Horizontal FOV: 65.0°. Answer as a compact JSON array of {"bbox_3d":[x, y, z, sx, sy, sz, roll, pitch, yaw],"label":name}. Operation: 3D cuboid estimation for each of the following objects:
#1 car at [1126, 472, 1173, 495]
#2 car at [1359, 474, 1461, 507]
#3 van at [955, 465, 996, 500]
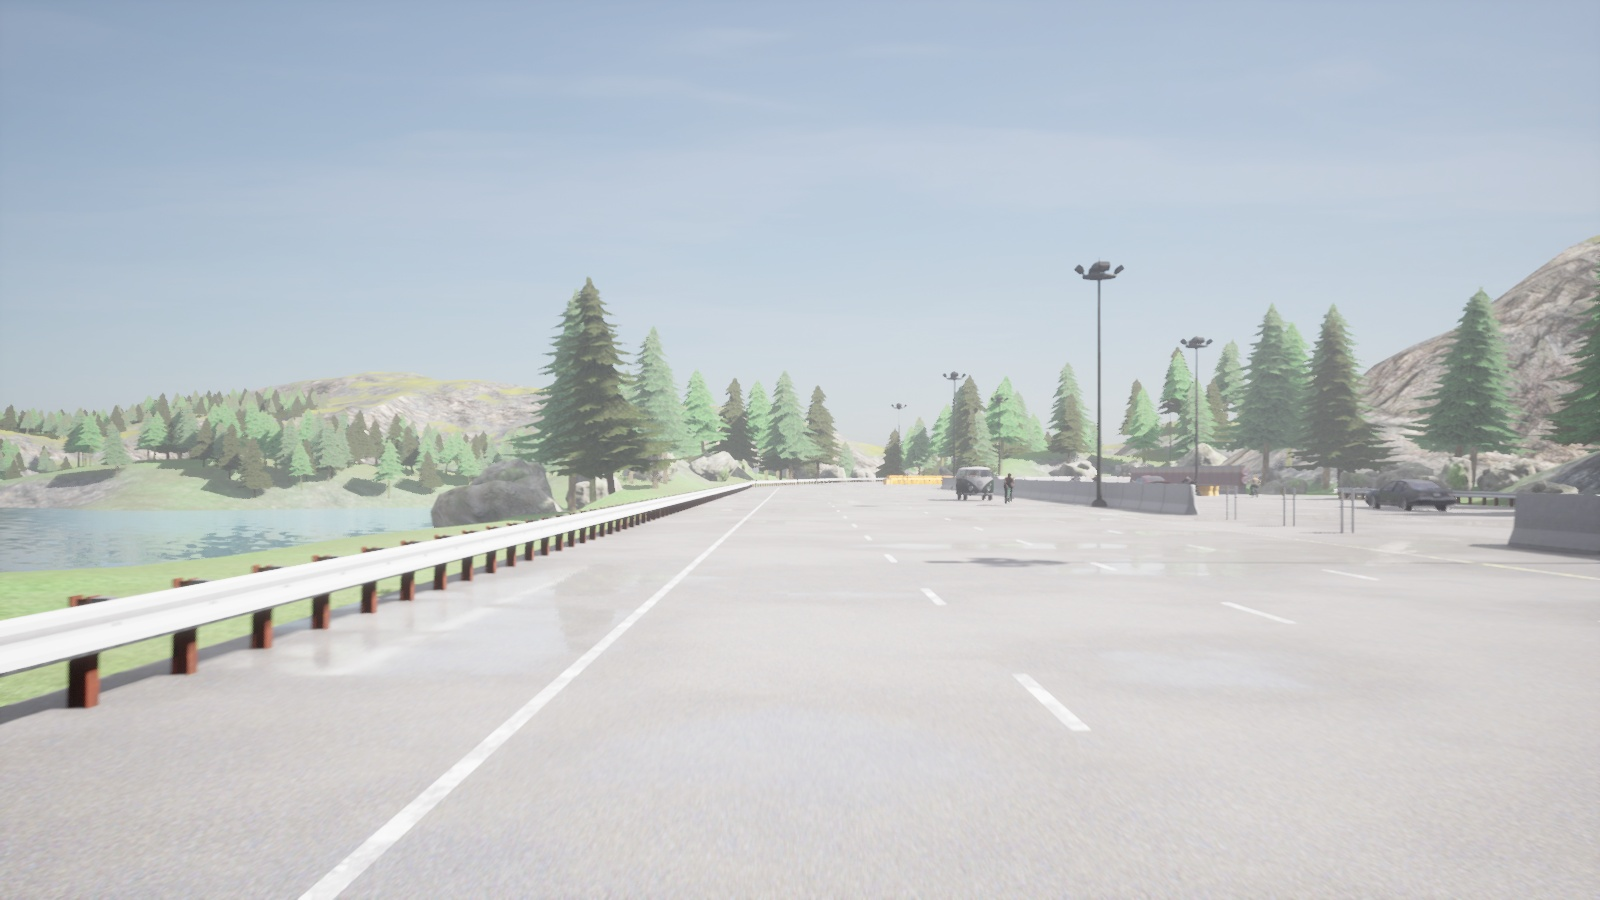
[{"bbox_3d":[24.261,2.327,87.366,1.882,1.535,5.008,0,-1,0],"label":"car"},{"bbox_3d":[27.857,1.827,57.551,2.033,1.411,5.357,0,-1,0],"label":"car"},{"bbox_3d":[10.315,1.912,74.131,1.775,1.987,4.442,0,-1,0],"label":"van"}]
